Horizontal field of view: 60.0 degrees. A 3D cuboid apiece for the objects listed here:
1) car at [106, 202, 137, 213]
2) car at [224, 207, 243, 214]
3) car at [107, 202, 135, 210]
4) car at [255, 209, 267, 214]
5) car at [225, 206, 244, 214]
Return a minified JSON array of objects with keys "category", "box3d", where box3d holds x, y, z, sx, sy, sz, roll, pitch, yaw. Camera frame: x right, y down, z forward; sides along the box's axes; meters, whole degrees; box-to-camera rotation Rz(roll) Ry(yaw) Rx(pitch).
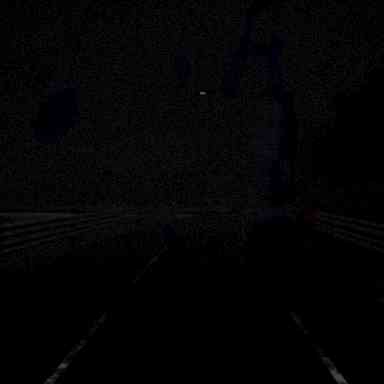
[{"category":"car","box3d":[-13.760,3.106,64.995,5.566,2.045,2.150,2,-4,-24]},{"category":"car","box3d":[9.979,4.430,79.679,4.892,1.490,1.837,3,-5,-39]},{"category":"car","box3d":[-12.604,2.823,61.498,5.566,2.045,2.150,2,-4,-26]},{"category":"car","box3d":[19.388,5.388,93.551,1.812,1.442,4.674,-3,-5,39]},{"category":"car","box3d":[9.570,3.975,74.939,4.553,1.767,2.097,3,-5,-39]}]
